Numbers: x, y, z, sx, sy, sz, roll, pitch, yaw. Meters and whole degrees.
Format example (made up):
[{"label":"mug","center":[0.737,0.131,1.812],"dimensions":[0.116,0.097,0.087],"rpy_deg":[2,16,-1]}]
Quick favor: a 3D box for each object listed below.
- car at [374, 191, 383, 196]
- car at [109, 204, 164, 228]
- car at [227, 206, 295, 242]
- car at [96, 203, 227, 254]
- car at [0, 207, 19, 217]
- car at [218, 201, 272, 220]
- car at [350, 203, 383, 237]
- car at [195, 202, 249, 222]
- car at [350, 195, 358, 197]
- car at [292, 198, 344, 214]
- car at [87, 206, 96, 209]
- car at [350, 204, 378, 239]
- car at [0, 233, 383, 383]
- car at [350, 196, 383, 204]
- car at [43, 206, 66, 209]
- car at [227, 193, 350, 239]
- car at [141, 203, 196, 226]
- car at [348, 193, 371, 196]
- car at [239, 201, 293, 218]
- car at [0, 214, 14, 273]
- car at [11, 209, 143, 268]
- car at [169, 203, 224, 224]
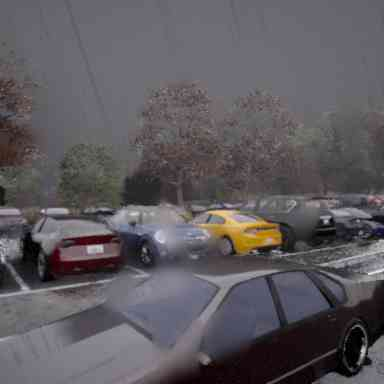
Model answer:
[{"label":"car","center":[23.076,1.138,44.042],"dimensions":[2.185,1.767,4.553],"rpy_deg":[-2,0,-35]},{"label":"car","center":[-4.317,1.695,25.043],"dimensions":[1.946,1.575,5.366],"rpy_deg":[0,-1,-35]},{"label":"car","center":[1.055,1.433,12.607],"dimensions":[2.097,1.535,5.008],"rpy_deg":[1,-1,-35]},{"label":"car","center":[-1.243,1.273,11.047],"dimensions":[2.185,1.767,4.553],"rpy_deg":[1,-2,-35]},{"label":"car","center":[-11.168,1.630,20.025],"dimensions":[2.002,1.452,4.674],"rpy_deg":[1,-2,-35]},{"label":"car","center":[4.830,1.694,31.213],"dimensions":[2.097,1.535,5.008],"rpy_deg":[-1,-1,-35]},{"label":"car","center":[7.920,1.509,17.382],"dimensions":[2.163,1.488,4.792],"rpy_deg":[0,-1,-35]},{"label":"car","center":[2.544,1.709,29.613],"dimensions":[2.097,1.535,5.008],"rpy_deg":[0,-1,-35]},{"label":"car","center":[16.242,1.488,39.220],"dimensions":[2.097,1.535,5.008],"rpy_deg":[-2,0,-35]},{"label":"car","center":[14.068,1.540,37.463],"dimensions":[1.946,1.575,5.366],"rpy_deg":[-1,0,-35]},{"label":"car","center":[-6.515,1.699,23.313],"dimensions":[2.163,1.488,4.792],"rpy_deg":[1,-2,-35]},{"label":"car","center":[5.630,1.475,15.808],"dimensions":[2.231,1.521,4.892],"rpy_deg":[0,-1,-35]},{"label":"car","center":[0.376,1.554,3.972],"dimensions":[5.357,1.411,2.033],"rpy_deg":[-1,-1,-36]},{"label":"car","center":[12.491,1.330,20.584],"dimensions":[2.185,1.767,4.553],"rpy_deg":[-1,-1,-35]},{"label":"car","center":[-8.886,1.672,21.622],"dimensions":[2.002,1.452,4.674],"rpy_deg":[1,-2,-35]},{"label":"car","center":[3.323,1.208,14.241],"dimensions":[2.435,2.045,5.566],"rpy_deg":[1,-1,-35]},{"label":"car","center":[-2.027,1.711,26.645],"dimensions":[1.946,1.575,5.366],"rpy_deg":[1,-1,-35]},{"label":"car","center":[18.505,1.171,40.838],"dimensions":[2.435,2.045,5.566],"rpy_deg":[-2,0,-35]},{"label":"car","center":[7.221,1.670,32.886],"dimensions":[2.231,1.521,4.892],"rpy_deg":[-1,-1,-35]},{"label":"car","center":[-5.772,1.343,7.801],"dimensions":[2.163,1.488,4.792],"rpy_deg":[1,-2,-35]},{"label":"car","center":[-3.525,1.387,9.445],"dimensions":[2.163,1.488,4.792],"rpy_deg":[1,-2,-35]},{"label":"car","center":[0.272,1.745,27.992],"dimensions":[2.163,1.488,4.792],"rpy_deg":[0,-1,-35]}]
